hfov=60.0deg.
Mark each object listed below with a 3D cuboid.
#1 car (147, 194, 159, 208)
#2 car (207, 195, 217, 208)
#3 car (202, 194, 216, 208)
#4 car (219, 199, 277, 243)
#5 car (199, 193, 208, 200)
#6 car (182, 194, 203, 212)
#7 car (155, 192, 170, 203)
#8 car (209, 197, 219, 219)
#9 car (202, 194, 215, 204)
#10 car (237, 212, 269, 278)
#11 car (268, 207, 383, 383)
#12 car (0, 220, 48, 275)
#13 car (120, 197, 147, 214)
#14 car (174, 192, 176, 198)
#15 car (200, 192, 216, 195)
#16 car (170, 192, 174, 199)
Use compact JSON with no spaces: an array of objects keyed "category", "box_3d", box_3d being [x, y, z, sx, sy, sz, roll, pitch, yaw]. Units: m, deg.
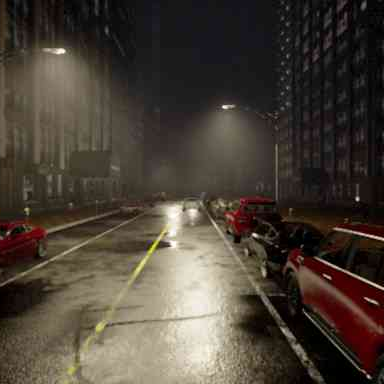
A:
[{"category":"car","box_3d":[-5.715,1.301,42.957,1.802,1.307,4.206,0,0,0]},{"category":"car","box_3d":[2.673,1.316,32.054,1.752,1.417,4.829,0,0,0]},{"category":"car","box_3d":[2.666,1.285,42.963,1.947,1.339,4.313,0,0,0]},{"category":"car","box_3d":[2.685,1.215,15.266,2.192,1.841,5.009,0,0,0]},{"category":"car","box_3d":[2.644,0.940,76.197,1.967,1.590,4.097,0,0,0]},{"category":"car","box_3d":[-0.021,1.295,35.220,1.812,1.442,4.674,0,1,0]},{"category":"car","box_3d":[-5.725,0.924,59.573,2.192,1.841,5.009,0,0,0]},{"category":"car","box_3d":[2.677,1.379,26.345,2.008,1.369,4.403,0,0,0]},{"category":"car","box_3d":[2.659,1.086,54.040,1.967,1.590,4.097,0,0,0]},{"category":"car","box_3d":[2.687,1.502,9.728,1.947,1.339,4.313,0,0,0]},{"category":"car","box_3d":[2.692,1.287,4.187,2.192,1.841,5.009,0,0,0]},{"category":"car","box_3d":[-5.693,1.518,9.722,1.802,1.307,4.206,0,0,0]},{"category":"car","box_3d":[-5.707,1.373,31.879,1.802,1.307,4.206,0,0,0]},{"category":"car","box_3d":[-5.748,0.934,92.809,1.887,1.381,4.507,0,0,0]},{"category":"car","box_3d":[2.663,0.998,48.500,2.192,1.841,5.009,0,0,0]},{"category":"car","box_3d":[-5.737,1.044,76.192,1.887,1.381,4.507,0,0,0]}]
